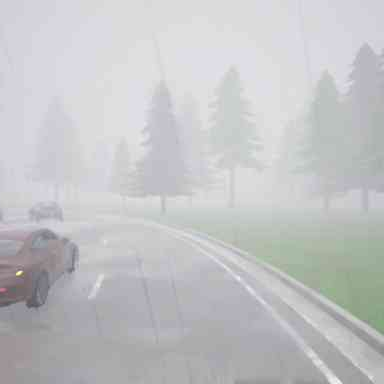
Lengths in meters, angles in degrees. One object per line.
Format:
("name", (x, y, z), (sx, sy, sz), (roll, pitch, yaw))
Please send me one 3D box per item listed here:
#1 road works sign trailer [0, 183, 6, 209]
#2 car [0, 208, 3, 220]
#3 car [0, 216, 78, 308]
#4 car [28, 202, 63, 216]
("road works sign trailer", (-26.121, 0.502, 43.347), (2.880, 3.560, 2.380), (0, 0, 25))
("car", (-16.615, 1.551, 26.923), (1.812, 1.442, 4.674), (0, 0, -39))
("car", (-3.981, 1.528, 7.698), (1.812, 1.442, 4.674), (0, 0, -7))
("car", (-11.354, 1.487, 25.659), (2.128, 1.511, 4.902), (0, 0, -34))
